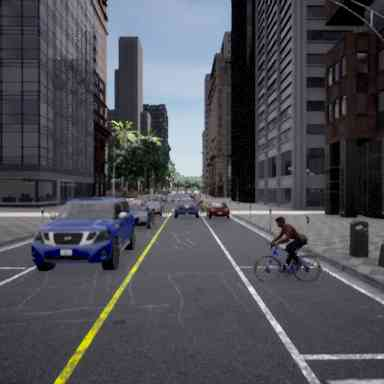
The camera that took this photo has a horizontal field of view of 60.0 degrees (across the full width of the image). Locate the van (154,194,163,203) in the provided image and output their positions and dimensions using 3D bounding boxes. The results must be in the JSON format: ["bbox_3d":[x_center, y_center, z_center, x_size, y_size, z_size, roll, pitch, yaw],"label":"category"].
[{"bbox_3d":[-7.240,1.339,71.926,1.690,1.788,3.998,0,0,-1],"label":"van"}]

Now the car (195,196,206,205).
[{"bbox_3d":[1.510,1.538,61.241,1.887,1.381,4.507,0,0,-1],"label":"car"}]

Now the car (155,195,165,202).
[{"bbox_3d":[-7.352,1.440,77.351,1.967,1.590,4.097,0,0,-1],"label":"car"}]

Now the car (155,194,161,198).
[{"bbox_3d":[-6.901,1.306,55.652,2.192,1.841,5.009,0,0,-1],"label":"car"}]

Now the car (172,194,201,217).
[{"bbox_3d":[-0.512,1.341,30.812,2.097,1.767,4.553,0,0,-2],"label":"car"}]

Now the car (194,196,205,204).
[{"bbox_3d":[1.398,1.546,66.665,2.008,1.369,4.403,0,0,-1],"label":"car"}]

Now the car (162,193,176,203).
[{"bbox_3d":[-4.368,1.488,65.432,2.128,1.511,4.902,0,0,-1],"label":"car"}]

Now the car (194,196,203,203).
[{"bbox_3d":[1.281,1.523,72.259,1.752,1.417,4.829,0,0,-1],"label":"car"}]

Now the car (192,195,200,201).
[{"bbox_3d":[0.946,1.568,88.361,1.947,1.339,4.313,0,0,-1],"label":"car"}]

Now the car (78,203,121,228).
[{"bbox_3d":[-6.218,1.515,22.932,1.752,1.417,4.829,0,0,-1],"label":"car"}]

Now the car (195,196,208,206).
[{"bbox_3d":[1.623,1.431,55.817,1.967,1.590,4.097,0,0,-1],"label":"car"}]

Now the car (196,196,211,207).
[{"bbox_3d":[1.736,1.429,50.393,1.967,1.590,4.097,0,0,-1],"label":"car"}]

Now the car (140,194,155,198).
[{"bbox_3d":[-6.675,1.303,44.802,2.192,1.841,5.009,0,0,-1],"label":"car"}]

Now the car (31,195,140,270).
[{"bbox_3d":[-3.309,1.218,11.339,2.150,2.045,5.566,0,0,-1],"label":"car"}]

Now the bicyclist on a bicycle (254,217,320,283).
[{"bbox_3d":[2.334,1.433,8.155,1.656,1.620,0.582,0,0,-1],"label":"bicyclist on a bicycle"}]

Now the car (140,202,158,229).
[{"bbox_3d":[-3.514,1.554,21.456,1.994,1.385,4.181,0,0,-1],"label":"car"}]

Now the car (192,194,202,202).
[{"bbox_3d":[1.171,1.315,77.513,2.192,1.841,5.009,0,0,-1],"label":"car"}]

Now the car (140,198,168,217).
[{"bbox_3d":[-3.685,1.552,31.475,1.994,1.385,4.181,0,0,-1],"label":"car"}]

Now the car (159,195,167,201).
[{"bbox_3d":[-7.578,1.584,88.201,1.802,1.307,4.206,0,0,-1],"label":"car"}]

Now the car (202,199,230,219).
[{"bbox_3d":[2.189,1.533,28.698,1.887,1.381,4.507,0,0,-1],"label":"car"}]

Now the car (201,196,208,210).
[{"bbox_3d":[1.959,1.513,39.716,1.752,1.417,4.829,0,0,-1],"label":"car"}]

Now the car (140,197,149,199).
[{"bbox_3d":[-6.561,1.569,39.377,1.802,1.307,4.206,0,0,-1],"label":"car"}]
